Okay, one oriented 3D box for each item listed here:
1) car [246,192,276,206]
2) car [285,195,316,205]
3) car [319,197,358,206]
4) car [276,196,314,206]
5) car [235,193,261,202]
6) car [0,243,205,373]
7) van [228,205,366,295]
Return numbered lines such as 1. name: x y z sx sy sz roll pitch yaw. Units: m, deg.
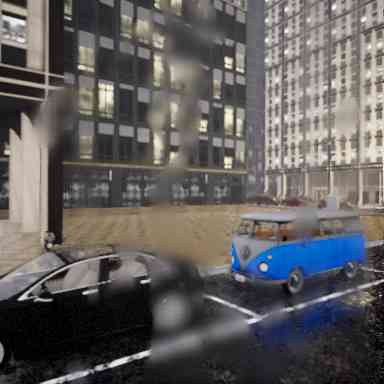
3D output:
1. car: 9.893 0.931 46.277 2.192 1.841 5.009 2 0 -36
2. car: 16.660 1.233 51.209 1.802 1.307 4.206 2 0 -36
3. car: 16.383 1.271 37.216 1.967 1.590 4.097 2 0 -36
4. car: 13.132 1.305 41.746 1.802 1.307 4.206 2 0 -36
5. car: 10.066 0.958 60.414 1.752 1.417 4.829 2 0 -36
6. car: -1.823 1.559 5.261 4.403 1.369 2.008 0 0 -35
7. van: 2.776 1.381 8.542 3.998 1.788 1.690 0 0 -36
